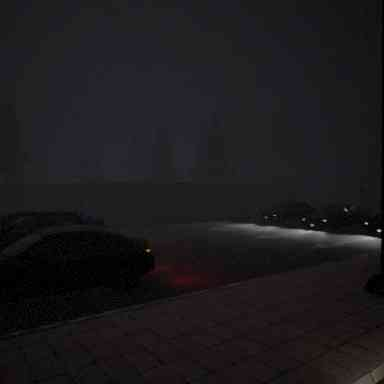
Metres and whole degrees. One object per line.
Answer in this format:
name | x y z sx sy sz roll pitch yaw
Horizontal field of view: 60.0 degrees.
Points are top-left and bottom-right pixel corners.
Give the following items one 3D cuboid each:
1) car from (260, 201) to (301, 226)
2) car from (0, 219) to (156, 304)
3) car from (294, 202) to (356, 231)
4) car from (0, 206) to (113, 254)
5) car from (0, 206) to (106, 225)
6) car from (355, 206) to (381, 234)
car | 6.766 1.403 22.870 4.892 1.490 1.837 0 0 -35
car | -3.043 1.517 7.314 4.674 1.442 1.812 0 0 -35
car | 8.872 1.445 20.069 5.357 1.411 2.033 0 0 -35
car | -6.045 1.462 13.764 5.008 1.535 1.882 -1 0 -35
car | -5.255 1.344 10.036 4.553 1.767 2.097 0 0 -35
car | 11.092 1.443 17.352 5.357 1.411 2.033 0 0 -35
